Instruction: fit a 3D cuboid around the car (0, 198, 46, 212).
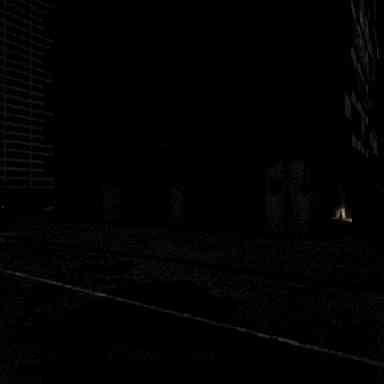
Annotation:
[{"bbox_3d":[-19.790,1.491,39.438,2.128,1.511,4.902,0,0,33],"label":"car"}]
